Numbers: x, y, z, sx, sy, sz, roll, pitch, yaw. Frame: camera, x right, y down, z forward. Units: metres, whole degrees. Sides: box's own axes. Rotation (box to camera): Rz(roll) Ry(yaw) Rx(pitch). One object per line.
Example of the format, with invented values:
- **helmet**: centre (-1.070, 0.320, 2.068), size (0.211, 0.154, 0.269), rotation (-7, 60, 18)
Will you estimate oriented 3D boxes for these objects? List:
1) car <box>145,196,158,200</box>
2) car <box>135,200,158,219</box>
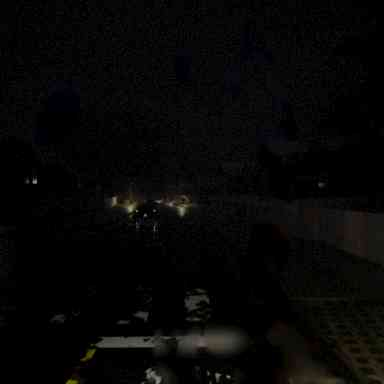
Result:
- **car**: centre (-6.719, 1.425, 54.709), size (2.097, 1.767, 4.553), rotation (0, 0, -8)
- **car**: centre (-3.986, 1.614, 29.493), size (1.895, 1.301, 4.718), rotation (0, 0, -4)
